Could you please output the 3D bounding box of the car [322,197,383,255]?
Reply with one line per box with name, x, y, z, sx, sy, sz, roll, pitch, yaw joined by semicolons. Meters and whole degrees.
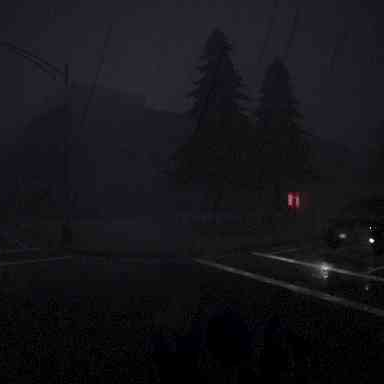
car;7.698;1.248;13.745;5.566;2.045;2.150;0;0;-37
